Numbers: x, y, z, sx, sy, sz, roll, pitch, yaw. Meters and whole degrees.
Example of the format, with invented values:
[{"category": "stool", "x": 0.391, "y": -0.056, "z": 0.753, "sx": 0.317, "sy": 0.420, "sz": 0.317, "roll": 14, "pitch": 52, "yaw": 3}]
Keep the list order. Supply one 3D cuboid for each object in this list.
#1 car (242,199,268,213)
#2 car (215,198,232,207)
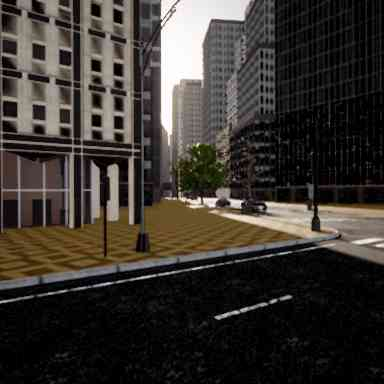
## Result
[{"category": "car", "x": 7.246, "y": 1.563, "z": 38.697, "sx": 2.128, "sy": 1.511, "sz": 4.902, "roll": 0, "pitch": 0, "yaw": -7}, {"category": "car", "x": 5.129, "y": 1.708, "z": 55.201, "sx": 2.033, "sy": 1.411, "sz": 5.357, "roll": 0, "pitch": 0, "yaw": -7}]
